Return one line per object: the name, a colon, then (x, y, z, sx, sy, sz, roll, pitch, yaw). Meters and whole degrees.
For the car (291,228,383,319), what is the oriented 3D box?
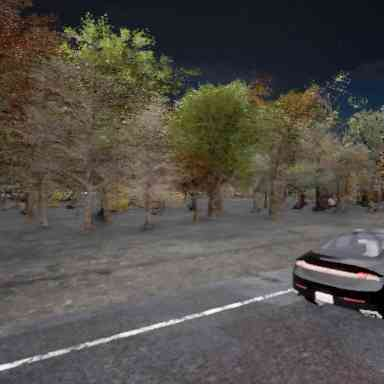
car: (4.117, 1.495, 6.800, 4.902, 1.511, 2.128, 0, 0, -36)
